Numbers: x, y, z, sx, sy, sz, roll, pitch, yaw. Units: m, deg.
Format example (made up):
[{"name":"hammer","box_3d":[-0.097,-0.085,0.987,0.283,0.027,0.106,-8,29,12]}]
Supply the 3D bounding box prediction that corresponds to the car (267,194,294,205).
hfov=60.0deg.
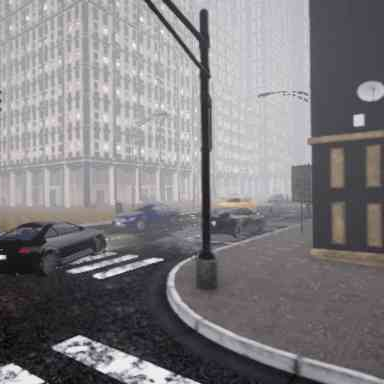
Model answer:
[{"name":"car","box_3d":[11.464,0.983,43.972,1.947,1.339,4.313,0,1,35]}]

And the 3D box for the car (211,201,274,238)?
[{"name":"car","box_3d":[2.073,1.346,16.115,1.947,1.339,4.313,0,1,35]}]

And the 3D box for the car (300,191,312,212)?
[{"name":"car","box_3d":[11.836,0.807,29.958,2.192,1.841,5.009,0,1,35]}]

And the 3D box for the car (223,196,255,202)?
[{"name":"car","box_3d":[3.891,1.144,28.758,1.882,1.535,5.008,-1,0,35]}]

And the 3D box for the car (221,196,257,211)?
[{"name":"car","box_3d":[4.955,1.174,34.741,1.947,1.339,4.313,0,1,35]}]

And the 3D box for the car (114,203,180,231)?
[{"name":"car","box_3d":[-2.572,1.383,19.595,1.812,1.442,4.674,-1,0,35]}]

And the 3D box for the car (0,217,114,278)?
[{"name":"car","box_3d":[-4.395,1.567,10.364,1.994,1.385,4.181,-2,1,12]}]
